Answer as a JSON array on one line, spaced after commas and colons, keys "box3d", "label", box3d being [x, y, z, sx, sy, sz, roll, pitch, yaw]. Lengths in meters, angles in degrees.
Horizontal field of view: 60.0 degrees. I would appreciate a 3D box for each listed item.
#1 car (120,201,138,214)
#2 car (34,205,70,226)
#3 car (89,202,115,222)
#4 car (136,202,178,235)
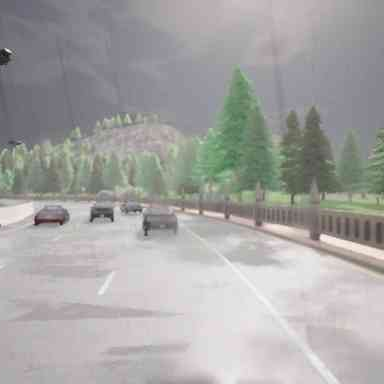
[{"box3d": [-6.767, 1.680, 36.997, 2.033, 1.411, 5.357, 0, 0, -20], "label": "car"}, {"box3d": [-10.318, 1.674, 24.748, 1.994, 1.385, 4.181, 0, 0, -14], "label": "car"}, {"box3d": [-7.594, 1.615, 28.089, 1.837, 1.490, 4.892, 0, 0, -16], "label": "car"}, {"box3d": [-1.965, 1.555, 19.424, 2.128, 1.511, 4.902, 0, 0, -11], "label": "car"}]
